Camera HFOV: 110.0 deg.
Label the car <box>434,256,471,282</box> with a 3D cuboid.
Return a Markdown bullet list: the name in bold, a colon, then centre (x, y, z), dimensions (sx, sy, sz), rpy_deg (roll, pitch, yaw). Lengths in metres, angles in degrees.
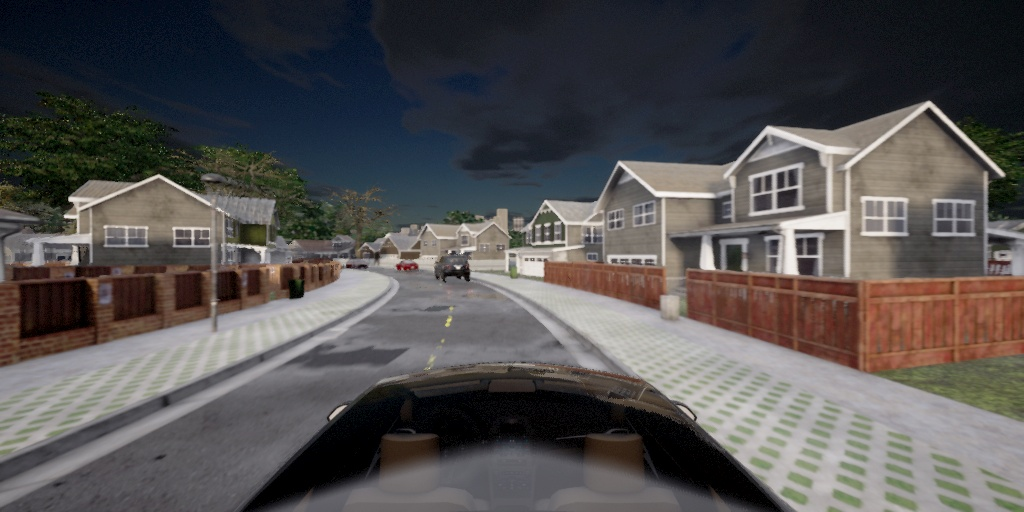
- **car**: centre (-4.877, 0.981, 28.982), dimensions (2.150, 2.045, 5.566), rpy_deg (0, 0, -20)

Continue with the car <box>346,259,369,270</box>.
- **car**: centre (-23.556, 1.183, 54.561), dimensions (2.097, 1.767, 4.553), rpy_deg (-1, 0, -41)

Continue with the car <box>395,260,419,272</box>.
- **car**: centre (-13.622, 1.264, 46.312), dimensions (1.882, 1.535, 5.008), rpy_deg (0, 0, -33)
